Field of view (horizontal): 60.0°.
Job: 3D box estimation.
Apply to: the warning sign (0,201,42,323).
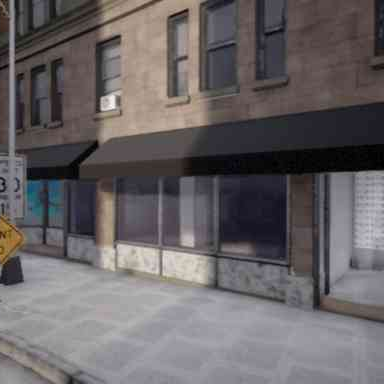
[{"bbox_3d":[-3.392,1.100,5.489,1.060,1.860,1.300,0,0,35],"label":"warning sign"}]
